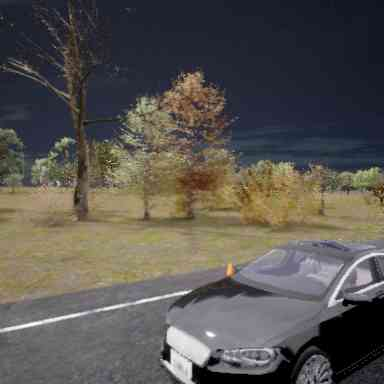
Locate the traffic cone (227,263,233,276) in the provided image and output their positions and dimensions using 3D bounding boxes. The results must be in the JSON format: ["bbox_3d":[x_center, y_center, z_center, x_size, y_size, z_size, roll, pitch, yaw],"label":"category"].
[{"bbox_3d":[0.917,2.001,7.923,0.340,0.580,0.340,0,0,-36],"label":"traffic cone"}]

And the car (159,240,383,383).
[{"bbox_3d":[1.868,1.522,4.869,4.902,1.511,2.128,0,0,-36],"label":"car"}]
